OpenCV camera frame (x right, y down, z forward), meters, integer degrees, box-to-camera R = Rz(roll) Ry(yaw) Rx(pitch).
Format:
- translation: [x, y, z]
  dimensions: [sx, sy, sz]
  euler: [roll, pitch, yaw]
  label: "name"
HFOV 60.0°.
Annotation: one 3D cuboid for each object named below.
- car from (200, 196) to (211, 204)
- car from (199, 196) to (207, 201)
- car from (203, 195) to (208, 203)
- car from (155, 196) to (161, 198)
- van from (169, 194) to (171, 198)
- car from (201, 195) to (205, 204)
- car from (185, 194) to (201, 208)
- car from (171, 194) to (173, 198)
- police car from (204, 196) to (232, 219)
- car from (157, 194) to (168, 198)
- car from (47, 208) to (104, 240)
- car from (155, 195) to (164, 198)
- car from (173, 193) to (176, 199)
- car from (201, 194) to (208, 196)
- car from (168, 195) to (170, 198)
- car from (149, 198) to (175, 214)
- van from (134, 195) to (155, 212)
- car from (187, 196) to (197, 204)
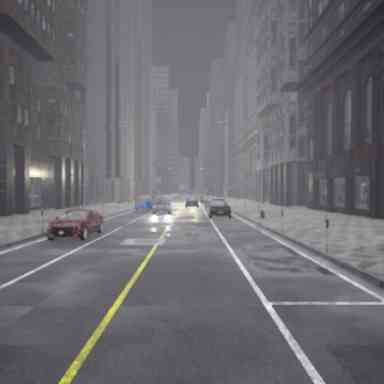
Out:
- translation: [2.752, 1.603, 67.649]
  dimensions: [1.947, 1.339, 4.313]
  euler: [0, 0, 0]
  label: "car"
- translation: [2.751, 1.615, 84.558]
  dimensions: [1.947, 1.339, 4.313]
  euler: [0, 0, 0]
  label: "car"
- translation: [2.755, 1.548, 45.274]
  dimensions: [1.752, 1.417, 4.829]
  euler: [0, 0, 0]
  label: "car"
- translation: [-5.770, 1.588, 45.091]
  dimensions: [1.947, 1.339, 4.313]
  euler: [0, 0, 0]
  label: "car"
- translation: [-5.773, 1.378, 67.639]
  dimensions: [1.690, 1.788, 3.998]
  euler: [0, 0, 0]
  label: "van"
- translation: [2.754, 1.577, 50.740]
  dimensions: [2.008, 1.369, 4.403]
  euler: [0, 0, 0]
  label: "car"
- translation: [0.008, 1.502, 48.276]
  dimensions: [1.882, 1.535, 5.008]
  euler: [0, 0, 0]
  label: "car"
- translation: [-5.774, 1.481, 73.275]
  dimensions: [1.967, 1.590, 4.097]
  euler: [0, 0, 0]
  label: "car"
- translation: [2.363, 1.437, 29.619]
  dimensions: [1.930, 1.638, 5.238]
  euler: [0, 0, 0]
  label: "police car"
- translation: [-5.772, 1.344, 56.365]
  dimensions: [2.192, 1.841, 5.009]
  euler: [0, 0, 0]
  label: "car"
- translation: [-5.767, 1.549, 16.908]
  dimensions: [1.887, 1.381, 4.507]
  euler: [0, 0, 0]
  label: "car"
- translation: [-5.771, 1.592, 50.728]
  dimensions: [1.947, 1.339, 4.313]
  euler: [0, 0, 0]
  label: "car"
- translation: [-5.775, 1.489, 84.549]
  dimensions: [1.967, 1.590, 4.097]
  euler: [0, 0, 0]
  label: "car"
- translation: [2.753, 1.474, 62.012]
  dimensions: [1.967, 1.590, 4.097]
  euler: [0, 0, 0]
  label: "car"
- translation: [-5.772, 1.578, 62.002]
  dimensions: [1.887, 1.381, 4.507]
  euler: [0, 0, 0]
  label: "car"
- translation: [-3.101, 1.616, 35.381]
  dimensions: [1.895, 1.301, 4.718]
  euler: [0, 0, 0]
  label: "car"
- translation: [-5.770, 1.359, 39.455]
  dimensions: [1.690, 1.788, 3.998]
  euler: [0, 0, 0]
  label: "van"
- translation: [-0.007, 1.589, 66.400]
  dimensions: [2.033, 1.411, 5.357]
  euler: [0, 0, 0]
  label: "car"
